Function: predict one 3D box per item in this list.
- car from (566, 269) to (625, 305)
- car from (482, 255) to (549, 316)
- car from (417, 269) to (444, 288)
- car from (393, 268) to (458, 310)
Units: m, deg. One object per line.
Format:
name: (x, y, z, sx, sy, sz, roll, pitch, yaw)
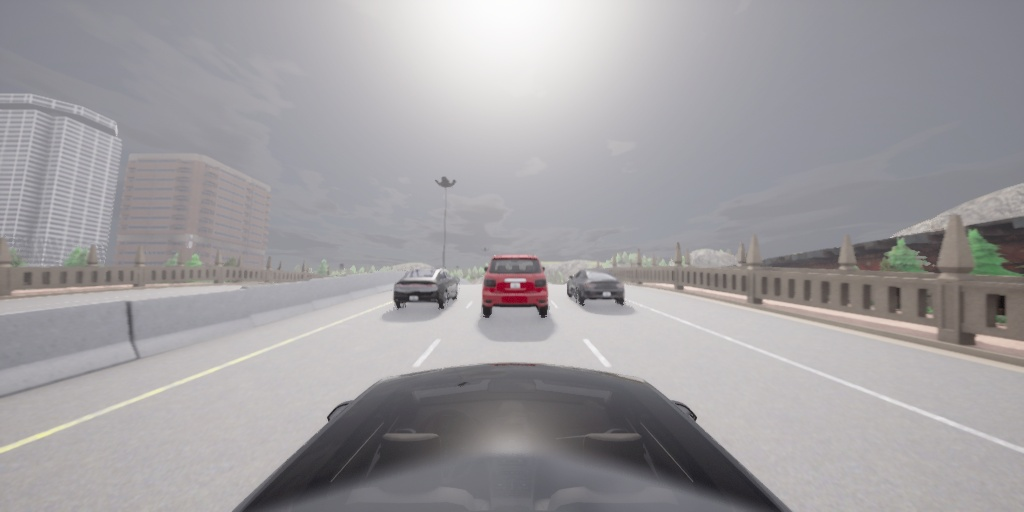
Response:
car: (3.600, 1.289, 15.924, 1.812, 1.442, 4.674, 0, 0, 0)
car: (0.100, 0.982, 13.460, 2.150, 2.045, 5.566, 0, 0, 0)
car: (-10.575, 2.985, 46.818, 2.150, 2.045, 5.566, 0, -8, 0)
car: (-3.400, 1.253, 14.858, 2.128, 1.511, 4.902, 0, 0, 0)
